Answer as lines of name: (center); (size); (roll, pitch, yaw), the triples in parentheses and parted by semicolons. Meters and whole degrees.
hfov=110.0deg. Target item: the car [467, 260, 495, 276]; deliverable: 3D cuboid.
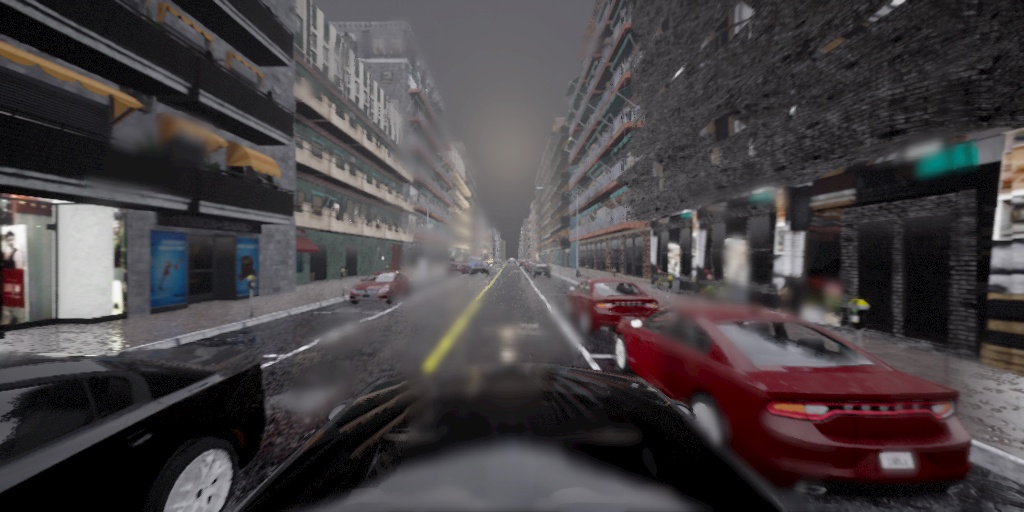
car: (-3.097, 1.341, 36.389); (1.895, 1.301, 4.718); (0, 0, 0)

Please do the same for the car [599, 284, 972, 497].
car: (2.690, 1.294, 4.731); (1.888, 1.381, 4.507); (0, 0, 0)

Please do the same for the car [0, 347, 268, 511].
car: (-3.091, 1.228, 1.057); (1.882, 1.535, 5.008); (0, 0, 0)

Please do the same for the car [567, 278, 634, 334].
car: (2.690, 1.292, 10.392); (1.888, 1.381, 4.507); (0, 0, 0)

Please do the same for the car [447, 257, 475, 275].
car: (-5.694, 1.054, 38.725); (2.192, 1.841, 5.009); (0, 0, 0)

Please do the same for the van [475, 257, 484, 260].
van: (-5.696, 1.082, 55.711); (1.690, 1.789, 3.998); (0, 0, 0)

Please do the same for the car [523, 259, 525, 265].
car: (2.686, 1.284, 44.367); (1.888, 1.381, 4.507); (0, 0, 0)

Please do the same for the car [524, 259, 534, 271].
car: (2.687, 1.290, 38.705); (2.007, 1.370, 4.403); (0, 0, 0)

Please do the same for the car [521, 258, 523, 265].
car: (2.685, 1.179, 50.027); (1.967, 1.591, 4.097); (0, 0, 0)

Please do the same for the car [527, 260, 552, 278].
car: (2.687, 1.292, 33.042); (2.007, 1.370, 4.403); (0, 0, 0)

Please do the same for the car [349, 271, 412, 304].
car: (-5.691, 1.327, 16.074); (1.802, 1.307, 4.207); (0, 0, 0)
